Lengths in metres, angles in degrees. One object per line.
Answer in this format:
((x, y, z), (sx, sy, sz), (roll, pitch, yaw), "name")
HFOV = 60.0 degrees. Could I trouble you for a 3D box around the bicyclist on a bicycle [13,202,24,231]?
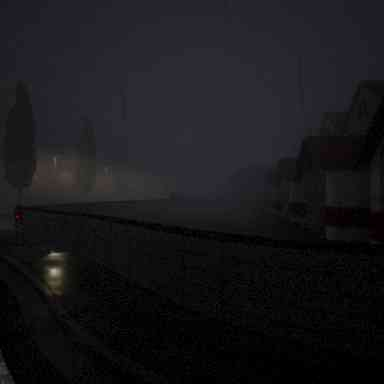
((-10.094, 1.431, 19.330), (0.582, 1.620, 1.656), (1, -1, -21), "bicyclist on a bicycle")
